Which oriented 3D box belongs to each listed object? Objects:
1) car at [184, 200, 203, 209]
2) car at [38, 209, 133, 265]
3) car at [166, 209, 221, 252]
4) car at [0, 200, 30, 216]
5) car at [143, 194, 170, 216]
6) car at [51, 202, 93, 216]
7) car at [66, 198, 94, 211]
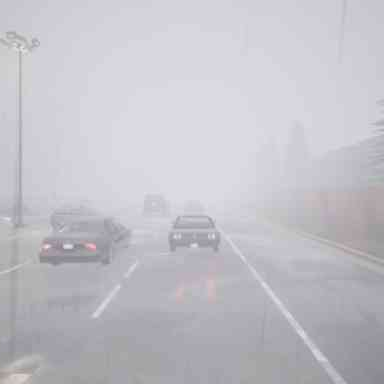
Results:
[{"bbox_3d":[0.177,1.571,36.054,1.994,1.385,4.181,0,0,1],"label":"car"},{"bbox_3d":[-3.410,1.550,11.650,2.033,1.411,5.357,0,0,0],"label":"car"},{"bbox_3d":[0.076,1.604,13.955,1.895,1.301,4.718,0,0,0],"label":"car"},{"bbox_3d":[-17.584,1.532,32.463,1.812,1.442,4.674,0,0,1],"label":"car"},{"bbox_3d":[-3.414,1.228,32.481,2.150,2.045,5.566,0,0,0],"label":"car"},{"bbox_3d":[-6.973,1.496,20.419,2.128,1.511,4.902,0,0,0],"label":"car"},{"bbox_3d":[-13.864,1.534,41.551,1.812,1.442,4.674,0,0,2],"label":"car"}]
